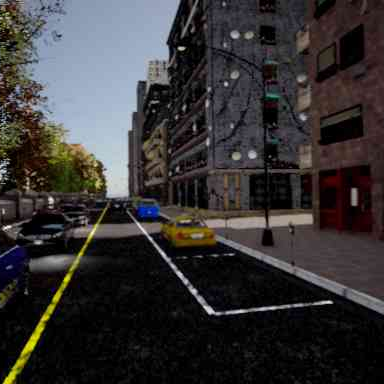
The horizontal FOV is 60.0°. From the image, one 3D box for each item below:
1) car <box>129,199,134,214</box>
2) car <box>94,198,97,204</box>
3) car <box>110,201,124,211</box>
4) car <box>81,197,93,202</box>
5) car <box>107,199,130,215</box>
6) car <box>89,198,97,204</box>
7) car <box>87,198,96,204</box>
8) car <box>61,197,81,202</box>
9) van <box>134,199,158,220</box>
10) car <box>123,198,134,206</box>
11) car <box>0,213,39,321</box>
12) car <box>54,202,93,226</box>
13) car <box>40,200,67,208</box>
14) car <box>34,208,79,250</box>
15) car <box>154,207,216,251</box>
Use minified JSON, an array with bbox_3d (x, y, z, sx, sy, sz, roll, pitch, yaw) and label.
[{"bbox_3d":[-5.356,1.666,35.800,1.967,1.590,4.097,-1,0,-13],"label":"car"},{"bbox_3d":[-23.637,2.278,77.017,1.947,1.339,4.313,-1,0,-13],"label":"car"},{"bbox_3d":[-10.967,1.973,48.367,1.895,1.301,4.718,-1,0,-13],"label":"car"},{"bbox_3d":[-19.843,1.891,60.842,2.192,1.841,5.009,-1,0,-13],"label":"car"},{"bbox_3d":[-8.604,1.643,38.271,2.097,1.767,4.553,-1,0,-13],"label":"car"},{"bbox_3d":[-26.167,2.386,87.800,1.802,1.307,4.206,-1,0,-13],"label":"car"},{"bbox_3d":[-24.904,2.198,82.409,1.967,1.590,4.097,-1,0,-13],"label":"car"},{"bbox_3d":[-14.780,1.716,39.274,2.192,1.841,5.009,-1,0,-13],"label":"car"},{"bbox_3d":[-4.092,1.524,30.408,1.690,1.788,3.998,-1,0,-13],"label":"van"},{"bbox_3d":[-12.949,2.039,68.151,2.008,1.369,4.403,-1,0,-13],"label":"car"},{"bbox_3d":[-4.152,1.442,5.310,2.097,1.767,4.553,-1,0,-13],"label":"car"},{"bbox_3d":[-8.776,1.747,25.061,1.837,1.490,4.892,-1,0,-13],"label":"car"},{"bbox_3d":[-12.247,1.755,28.490,1.967,1.590,4.097,-1,0,-13],"label":"car"},{"bbox_3d":[-6.446,1.691,15.086,1.812,1.442,4.674,-1,0,-13],"label":"car"},{"bbox_3d":[-0.332,1.583,14.396,1.752,1.417,4.829,-1,0,-13],"label":"car"}]
